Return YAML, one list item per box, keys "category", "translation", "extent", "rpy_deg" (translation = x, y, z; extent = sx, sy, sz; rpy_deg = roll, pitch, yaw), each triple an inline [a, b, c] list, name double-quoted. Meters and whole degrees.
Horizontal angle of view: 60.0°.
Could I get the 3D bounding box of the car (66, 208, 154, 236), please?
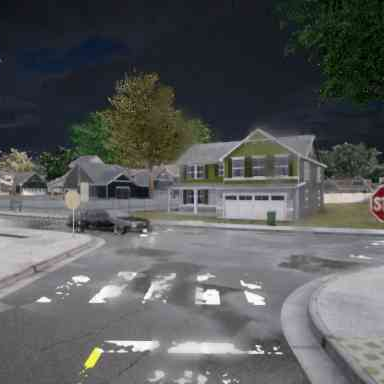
- category: "car"
  translation: [-4.742, 1.630, 18.771]
  extent: [5.357, 1.411, 2.033]
  rpy_deg: [0, 0, 31]
